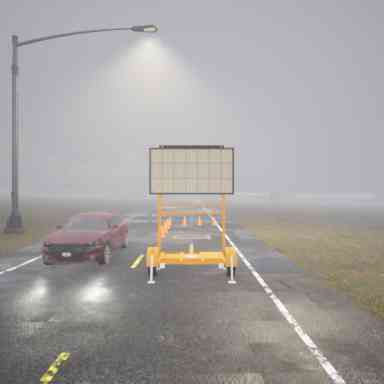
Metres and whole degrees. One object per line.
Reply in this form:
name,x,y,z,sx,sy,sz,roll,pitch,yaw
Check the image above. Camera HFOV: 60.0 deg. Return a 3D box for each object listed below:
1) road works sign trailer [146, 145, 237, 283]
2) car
road works sign trailer,-0.007,0.465,9.602,2.380,3.560,2.880,0,0,0
car,-3.509,1.478,11.802,1.882,1.535,5.008,0,0,0
